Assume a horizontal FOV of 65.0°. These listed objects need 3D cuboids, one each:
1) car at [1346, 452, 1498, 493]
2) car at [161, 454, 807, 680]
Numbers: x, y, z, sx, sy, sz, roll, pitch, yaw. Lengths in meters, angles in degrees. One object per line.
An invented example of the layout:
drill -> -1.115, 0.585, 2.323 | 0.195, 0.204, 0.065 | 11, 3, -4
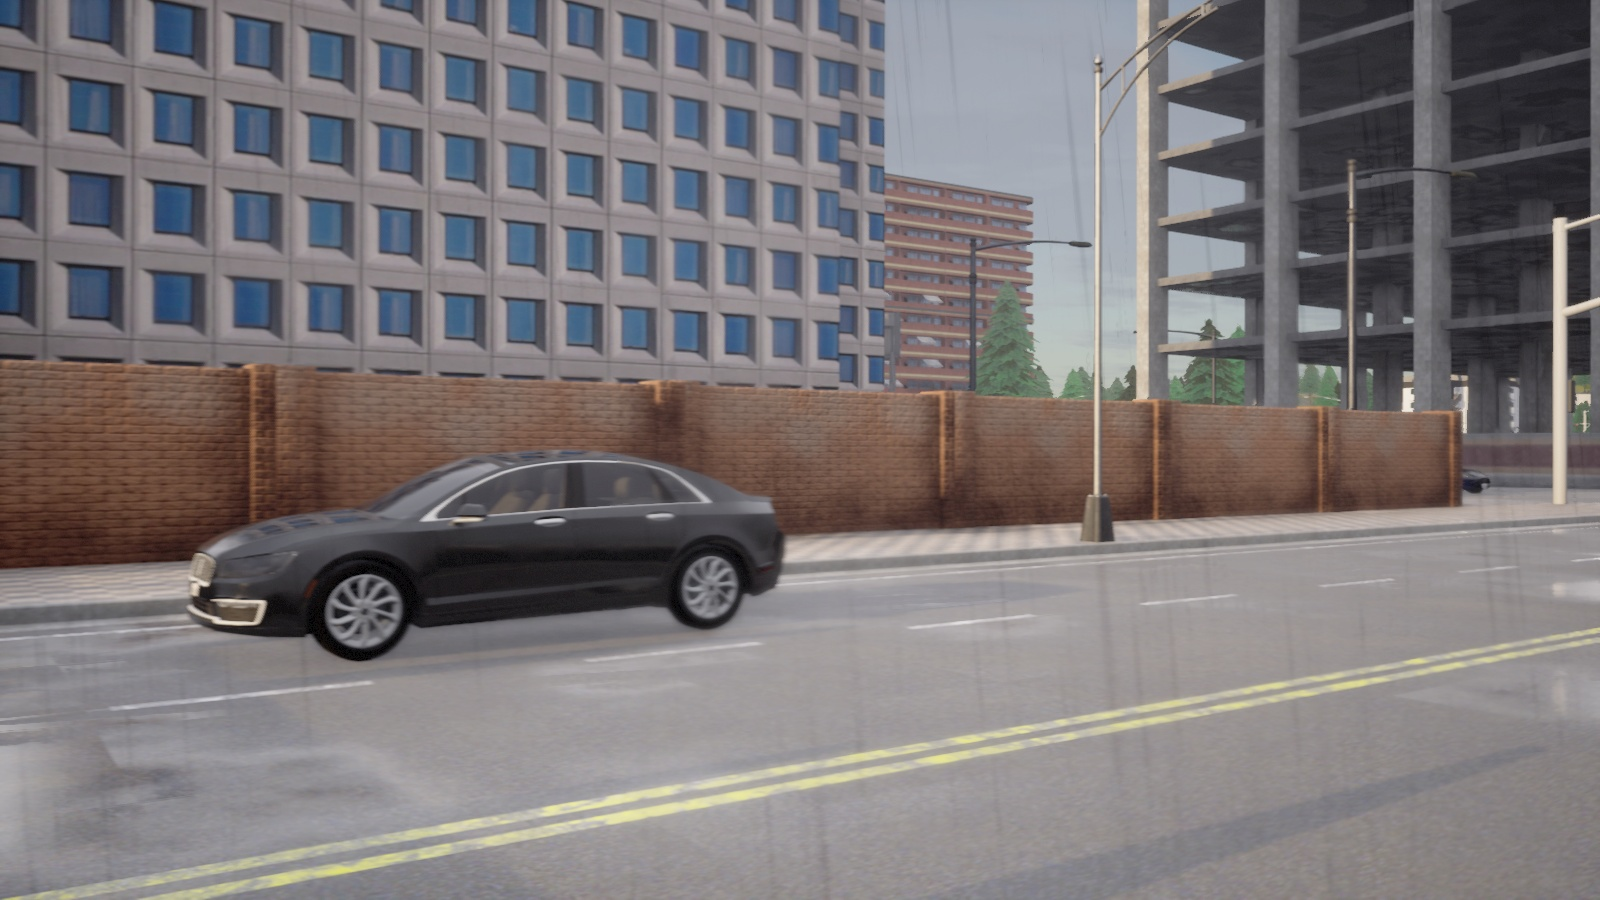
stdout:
car -> 23.848, 0.815, 48.312 | 2.163, 1.488, 4.792 | 0, 0, -34
car -> -2.467, 0.781, 10.471 | 4.892, 1.490, 1.837 | 0, 0, -35
